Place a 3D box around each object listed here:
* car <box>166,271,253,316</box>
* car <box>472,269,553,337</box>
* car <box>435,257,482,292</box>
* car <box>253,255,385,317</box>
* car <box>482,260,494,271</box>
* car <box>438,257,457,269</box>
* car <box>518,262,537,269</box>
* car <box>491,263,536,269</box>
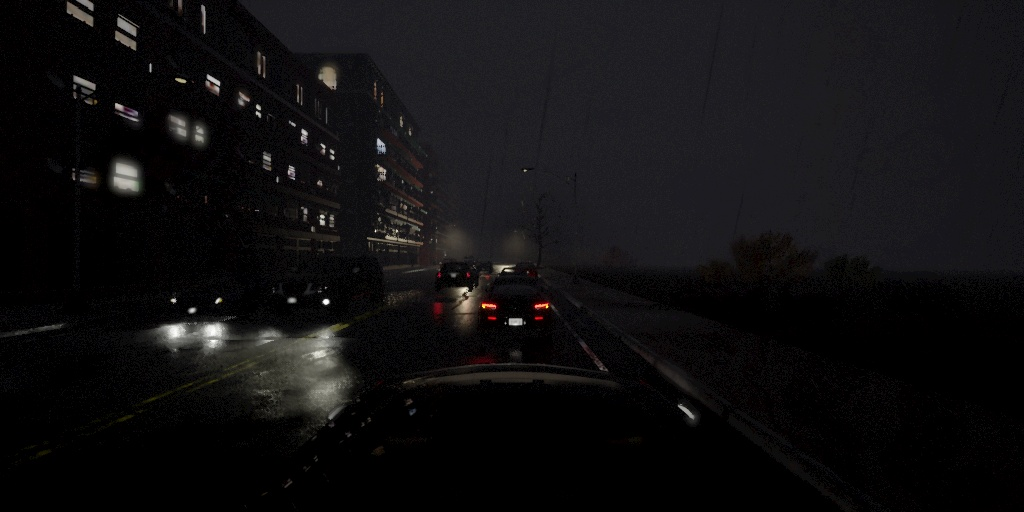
[{"bbox_3d":[-9.873,1.299,13.730,2.033,1.411,5.357,0,0,0],"label":"car"},{"bbox_3d":[0.075,1.277,10.168,1.812,1.442,4.674,0,0,0],"label":"car"},{"bbox_3d":[-3.192,1.103,21.694,2.097,1.767,4.553,0,0,0],"label":"car"},{"bbox_3d":[-6.626,0.973,13.556,2.150,2.045,5.566,0,0,0],"label":"car"},{"bbox_3d":[-3.232,1.243,42.775,2.128,1.511,4.902,0,0,0],"label":"car"},{"bbox_3d":[-9.947,1.103,55.693,2.097,1.767,4.553,0,0,0],"label":"car"},{"bbox_3d":[1.081,1.231,29.863,1.882,1.535,5.008,0,0,0],"label":"car"},{"bbox_3d":[0.063,1.316,20.335,1.994,1.385,4.181,0,0,0],"label":"car"}]
